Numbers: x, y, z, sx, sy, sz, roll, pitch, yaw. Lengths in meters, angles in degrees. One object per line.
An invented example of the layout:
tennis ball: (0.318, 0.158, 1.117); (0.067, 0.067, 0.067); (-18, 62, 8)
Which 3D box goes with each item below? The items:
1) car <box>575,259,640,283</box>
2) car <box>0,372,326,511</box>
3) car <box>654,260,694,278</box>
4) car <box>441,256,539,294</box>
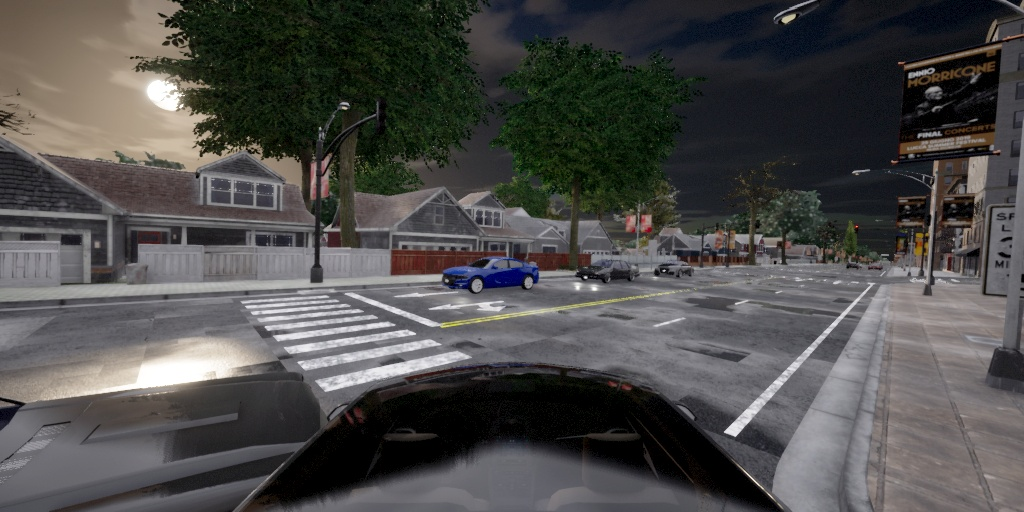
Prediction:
car: (6.394, 0.927, 23.424); (5.357, 1.411, 2.033); (1, 2, -43)
car: (-3.317, 1.273, 1.470); (4.718, 1.301, 1.895); (1, 2, -33)
car: (13.700, 1.025, 30.231); (4.181, 1.385, 1.994); (1, 2, -43)
car: (-0.880, 0.779, 16.618); (5.008, 1.535, 1.882); (1, 2, -43)
